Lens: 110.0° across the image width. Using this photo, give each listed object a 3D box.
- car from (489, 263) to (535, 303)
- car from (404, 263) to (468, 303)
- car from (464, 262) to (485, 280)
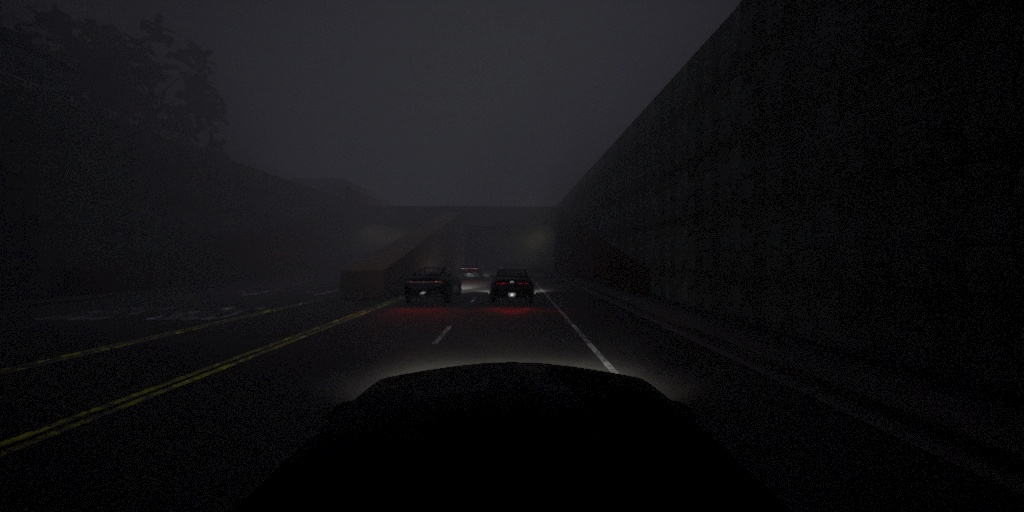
[{"bbox_3d":[0.000,1.266,16.500,1.837,1.490,4.892,0,0,0],"label":"car"},{"bbox_3d":[-3.500,1.245,16.500,2.128,1.511,4.902,0,0,0],"label":"car"},{"bbox_3d":[-3.500,1.245,31.500,2.128,1.511,4.902,0,0,0],"label":"car"}]
